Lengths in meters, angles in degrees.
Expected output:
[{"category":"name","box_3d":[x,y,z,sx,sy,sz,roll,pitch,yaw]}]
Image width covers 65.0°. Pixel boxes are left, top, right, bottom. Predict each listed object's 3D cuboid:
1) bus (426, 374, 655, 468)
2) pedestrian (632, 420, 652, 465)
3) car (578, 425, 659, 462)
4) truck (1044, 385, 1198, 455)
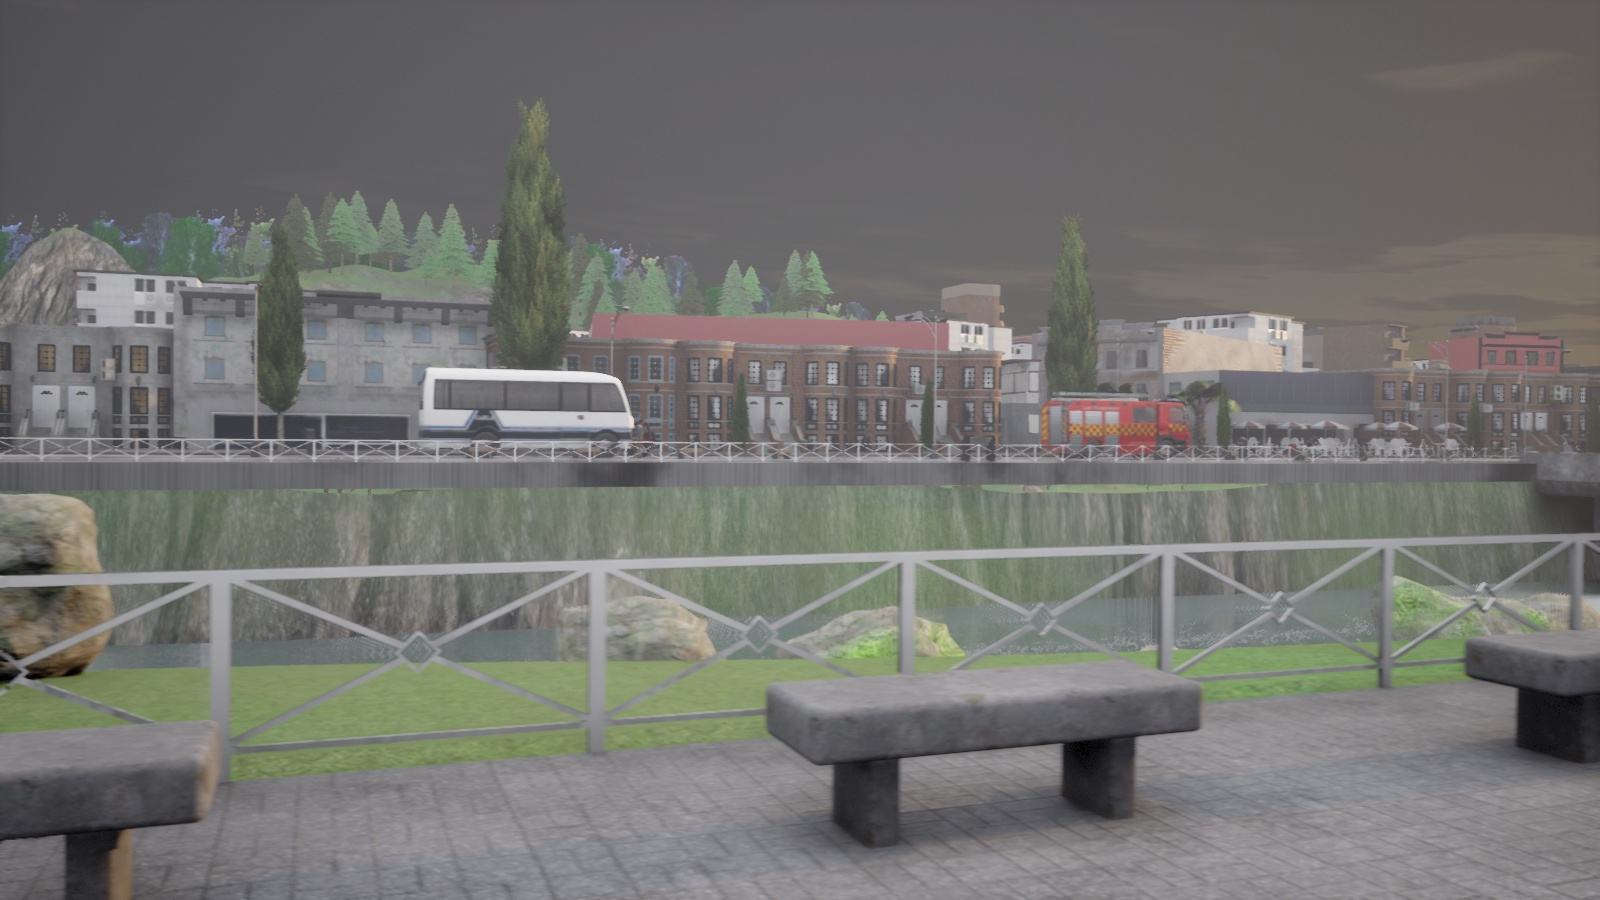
[{"category":"bus","box_3d":[-12.519,-1.431,60.675,10.273,4.253,3.944,-1,1,-21]},{"category":"pedestrian","box_3d":[-6.926,-0.313,55.061,0.788,1.949,0.423,-1,1,0]},{"category":"car","box_3d":[-9.547,-0.378,66.096,3.866,1.878,1.905,-1,1,-21]},{"category":"truck","box_3d":[18.555,-1.747,72.485,8.468,3.827,2.891,-1,1,-21]}]
